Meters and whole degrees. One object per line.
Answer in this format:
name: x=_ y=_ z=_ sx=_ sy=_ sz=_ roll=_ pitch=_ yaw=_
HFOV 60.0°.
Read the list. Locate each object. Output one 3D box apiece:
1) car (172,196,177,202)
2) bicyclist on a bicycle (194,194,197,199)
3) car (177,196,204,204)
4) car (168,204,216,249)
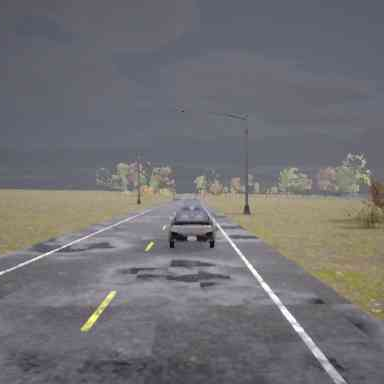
car: x=-3.500 y=1.537 z=76.753 sx=1.994 sy=1.385 sz=4.181 roll=0 pitch=0 yaw=0
bicyclist on a bicycle: x=0.964 y=1.440 z=89.849 sx=0.582 sy=1.620 sz=1.656 roll=0 pitch=0 yaw=0
car: x=0.000 y=1.368 z=29.622 sx=2.097 sy=1.767 sz=4.553 roll=0 pitch=0 yaw=0
car: x=0.000 y=1.497 z=14.651 sx=2.128 sy=1.511 sz=4.902 roll=0 pitch=0 yaw=0
